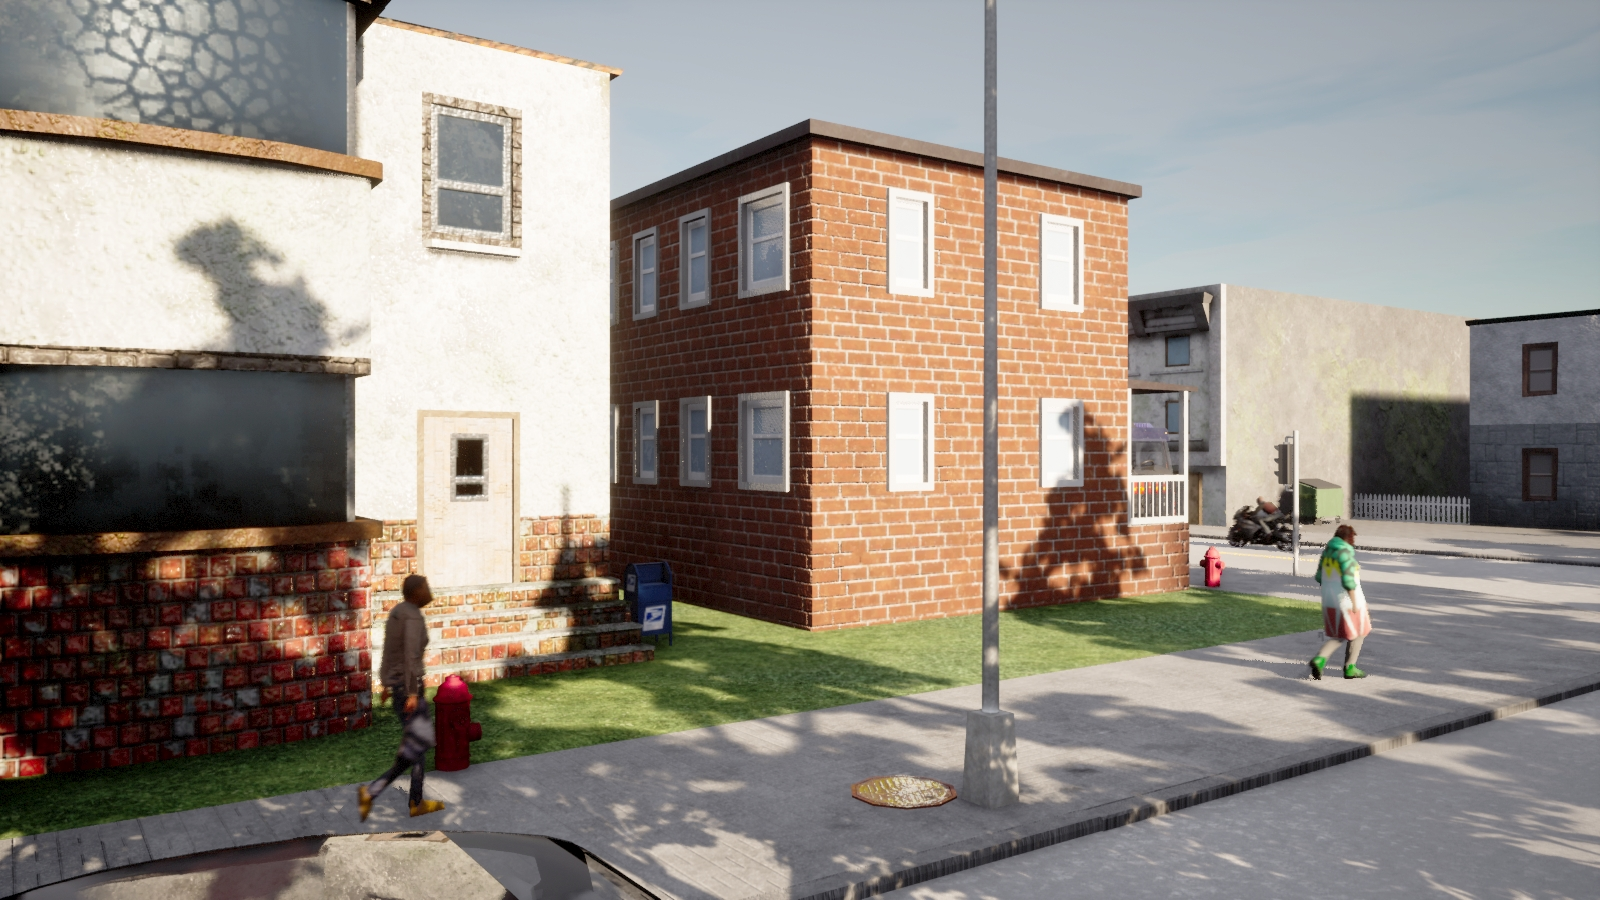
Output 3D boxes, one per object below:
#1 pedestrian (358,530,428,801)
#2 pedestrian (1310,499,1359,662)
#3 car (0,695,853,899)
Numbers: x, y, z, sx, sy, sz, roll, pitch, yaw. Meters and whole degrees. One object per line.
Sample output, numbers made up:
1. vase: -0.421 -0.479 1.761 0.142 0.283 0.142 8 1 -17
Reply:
1. pedestrian: -2.939 1.524 8.252 0.375 1.860 0.375 0 0 -38
2. pedestrian: 6.264 1.516 13.403 0.375 1.860 0.375 0 0 -12
3. car: -1.878 1.806 3.034 3.705 1.549 1.789 0 0 -35
